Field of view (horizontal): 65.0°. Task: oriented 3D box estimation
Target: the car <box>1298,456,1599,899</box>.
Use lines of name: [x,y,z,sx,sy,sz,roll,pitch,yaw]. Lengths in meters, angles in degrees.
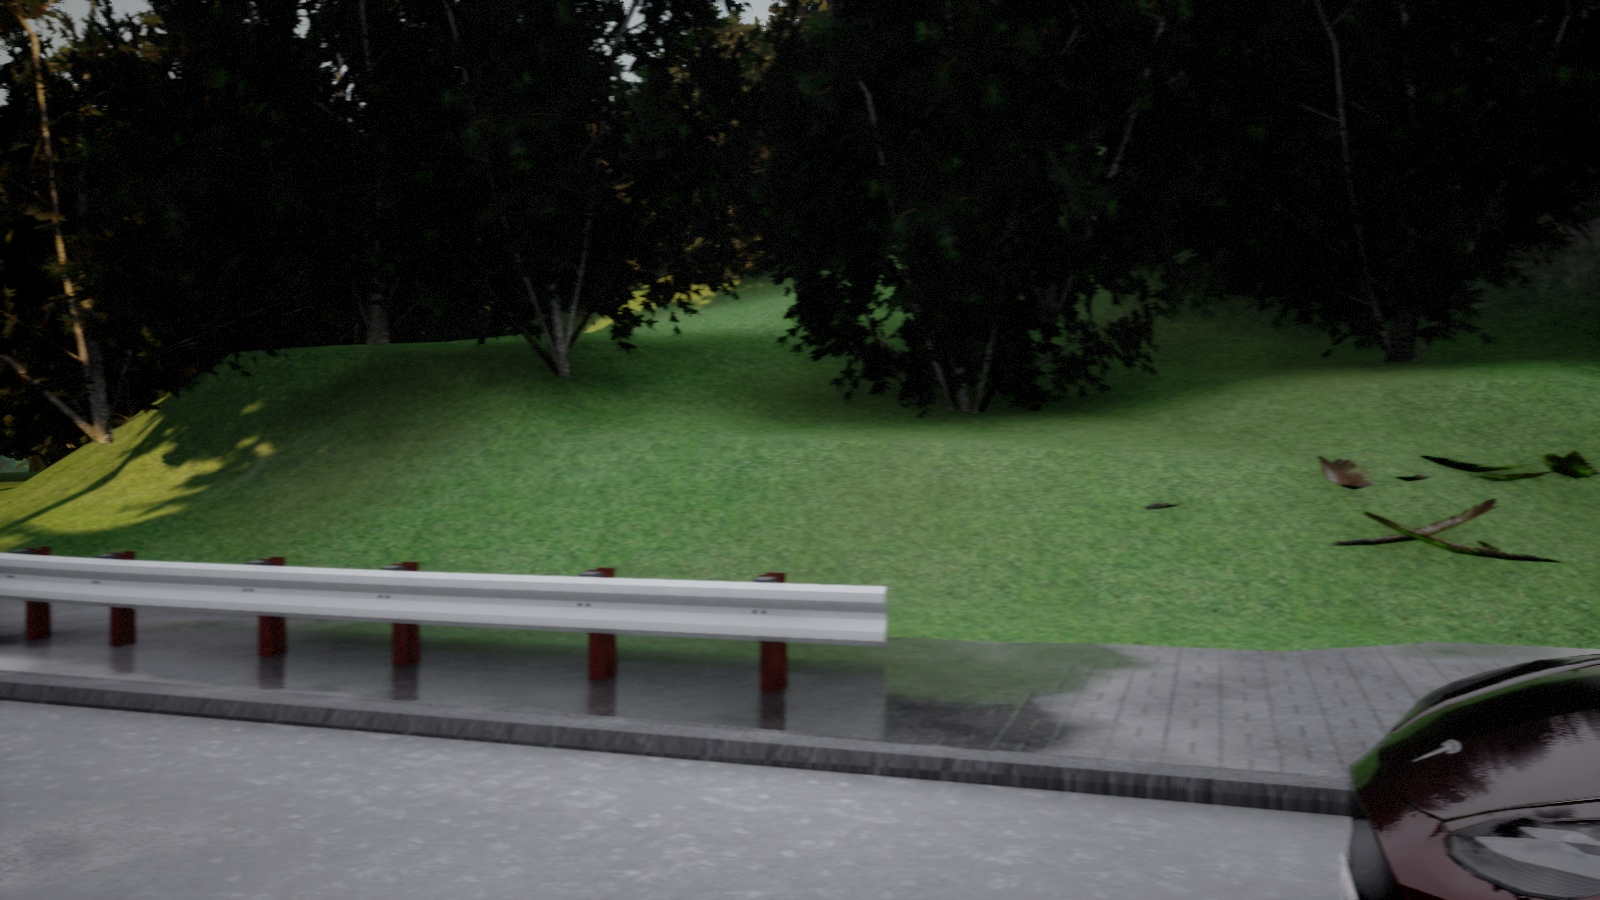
car: [3.632,0.800,2.498,4.792,1.488,2.163,1,1,19]
